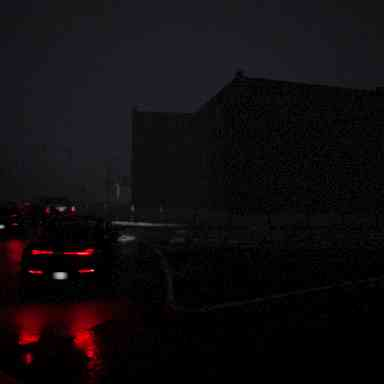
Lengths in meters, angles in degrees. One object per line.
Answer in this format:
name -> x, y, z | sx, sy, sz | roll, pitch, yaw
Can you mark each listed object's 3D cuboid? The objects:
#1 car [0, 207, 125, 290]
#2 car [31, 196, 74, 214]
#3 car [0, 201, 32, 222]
car -> -2.886, 1.372, 8.791 | 2.128, 1.511, 4.902 | 1, 0, -9
car -> -9.221, 1.028, 20.979 | 4.553, 1.767, 2.097 | 1, 1, 43
car -> -9.294, 1.204, 16.103 | 2.128, 1.511, 4.902 | 1, 0, -31
